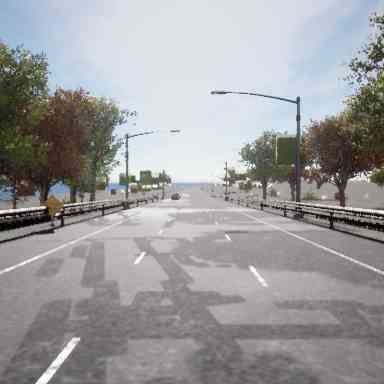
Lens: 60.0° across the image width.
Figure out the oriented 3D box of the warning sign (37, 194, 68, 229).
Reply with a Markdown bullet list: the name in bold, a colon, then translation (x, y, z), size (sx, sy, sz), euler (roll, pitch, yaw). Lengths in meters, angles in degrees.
- **warning sign**: translation (-8.025, 1.094, 19.143), size (1.300, 1.860, 1.060), euler (2, 2, 0)

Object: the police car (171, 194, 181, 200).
- **police car**: translation (-4.549, 1.425, 89.307), size (1.930, 1.638, 5.238), euler (0, 0, 0)
